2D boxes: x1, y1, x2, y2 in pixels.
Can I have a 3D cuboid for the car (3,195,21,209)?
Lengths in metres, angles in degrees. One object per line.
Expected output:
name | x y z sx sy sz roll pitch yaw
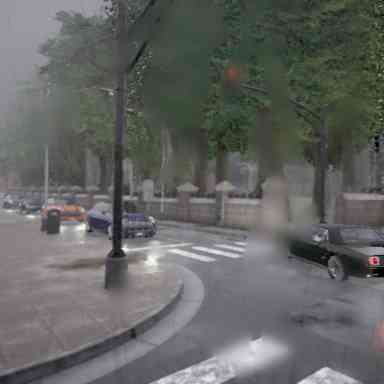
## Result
car | -21.643 1.133 40.756 2.097 1.767 4.553 1 -1 -36

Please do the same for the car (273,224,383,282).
car | 4.145 1.580 9.664 1.895 1.301 4.718 1 -1 -11

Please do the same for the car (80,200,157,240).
car | -3.592 1.257 16.449 2.097 1.767 4.553 1 -1 -36

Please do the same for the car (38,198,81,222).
car | -9.414 1.219 24.286 2.097 1.767 4.553 1 -1 -37

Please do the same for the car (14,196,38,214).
car | -15.522 1.373 32.474 2.033 1.411 5.357 1 -1 -37
